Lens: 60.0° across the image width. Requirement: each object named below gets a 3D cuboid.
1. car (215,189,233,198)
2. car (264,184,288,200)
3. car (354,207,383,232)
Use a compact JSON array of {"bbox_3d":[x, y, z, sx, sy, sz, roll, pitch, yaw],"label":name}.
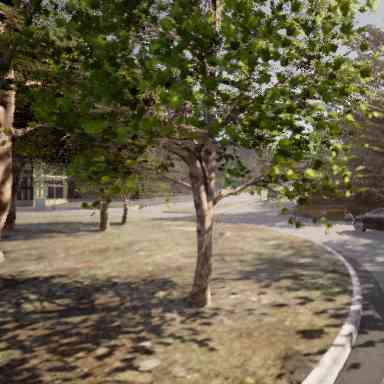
[{"bbox_3d":[6.416,0.265,65.083,1.946,1.575,5.366,0,3,33],"label":"car"},{"bbox_3d":[14.338,0.248,55.451,2.150,2.045,5.566,0,3,31],"label":"car"},{"bbox_3d":[10.478,1.525,17.432,2.128,1.511,4.902,0,0,-6],"label":"car"}]
